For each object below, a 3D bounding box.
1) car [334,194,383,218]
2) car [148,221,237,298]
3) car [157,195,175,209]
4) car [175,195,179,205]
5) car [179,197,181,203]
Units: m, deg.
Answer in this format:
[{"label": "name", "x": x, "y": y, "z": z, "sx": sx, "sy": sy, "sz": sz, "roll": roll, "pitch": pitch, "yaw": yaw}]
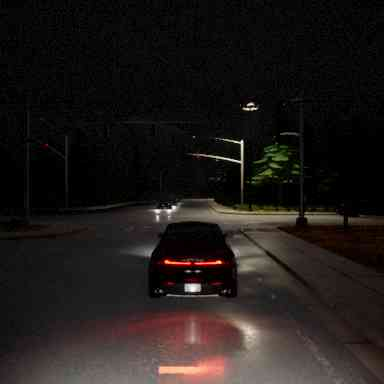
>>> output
[{"label": "car", "x": 15.715, "y": 1.245, "z": 29.665, "sx": 5.566, "sy": 2.045, "sz": 2.150, "roll": 0, "pitch": 0, "yaw": 1}, {"label": "car", "x": 0.031, "y": 1.501, "z": 8.519, "sx": 1.837, "sy": 1.490, "sz": 4.892, "roll": 0, "pitch": 0, "yaw": 0}, {"label": "car", "x": -3.685, "y": 1.504, "z": 45.144, "sx": 1.837, "sy": 1.490, "sz": 4.892, "roll": 0, "pitch": 0, "yaw": 0}, {"label": "car", "x": -3.682, "y": 1.600, "z": 56.451, "sx": 1.895, "sy": 1.301, "sz": 4.718, "roll": 0, "pitch": 0, "yaw": 0}, {"label": "car", "x": -3.447, "y": 1.497, "z": 70.458, "sx": 1.837, "sy": 1.490, "sz": 4.892, "roll": 0, "pitch": 0, "yaw": 1}]
